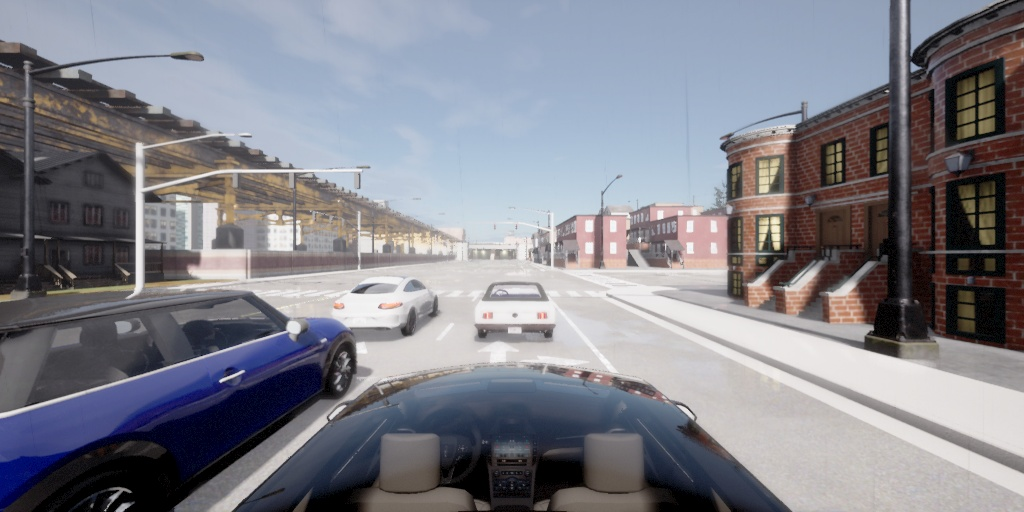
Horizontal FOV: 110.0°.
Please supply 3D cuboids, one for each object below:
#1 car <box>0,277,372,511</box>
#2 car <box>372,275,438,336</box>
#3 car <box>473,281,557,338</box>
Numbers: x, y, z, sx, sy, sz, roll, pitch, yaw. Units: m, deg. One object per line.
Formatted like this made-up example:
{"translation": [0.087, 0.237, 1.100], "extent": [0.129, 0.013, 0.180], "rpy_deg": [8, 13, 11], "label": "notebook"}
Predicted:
{"translation": [-3.398, 1.103, 3.628], "extent": [2.097, 1.767, 4.553], "rpy_deg": [0, 0, 0], "label": "car"}
{"translation": [-3.395, 1.278, 10.272], "extent": [1.812, 1.442, 4.674], "rpy_deg": [0, 0, 0], "label": "car"}
{"translation": [0.108, 1.353, 10.163], "extent": [1.895, 1.301, 4.718], "rpy_deg": [0, 0, 1], "label": "car"}
